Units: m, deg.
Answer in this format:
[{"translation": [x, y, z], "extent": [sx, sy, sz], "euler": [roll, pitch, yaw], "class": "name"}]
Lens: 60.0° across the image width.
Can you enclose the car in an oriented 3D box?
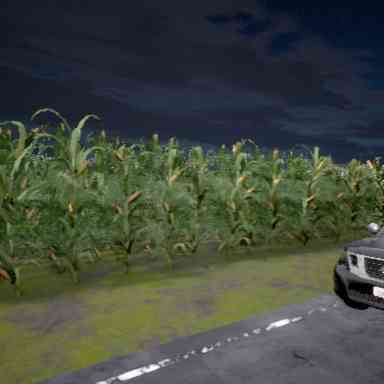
[{"translation": [5.249, 1.256, 6.811], "extent": [5.566, 2.045, 2.150], "euler": [1, 0, -36], "class": "car"}]
